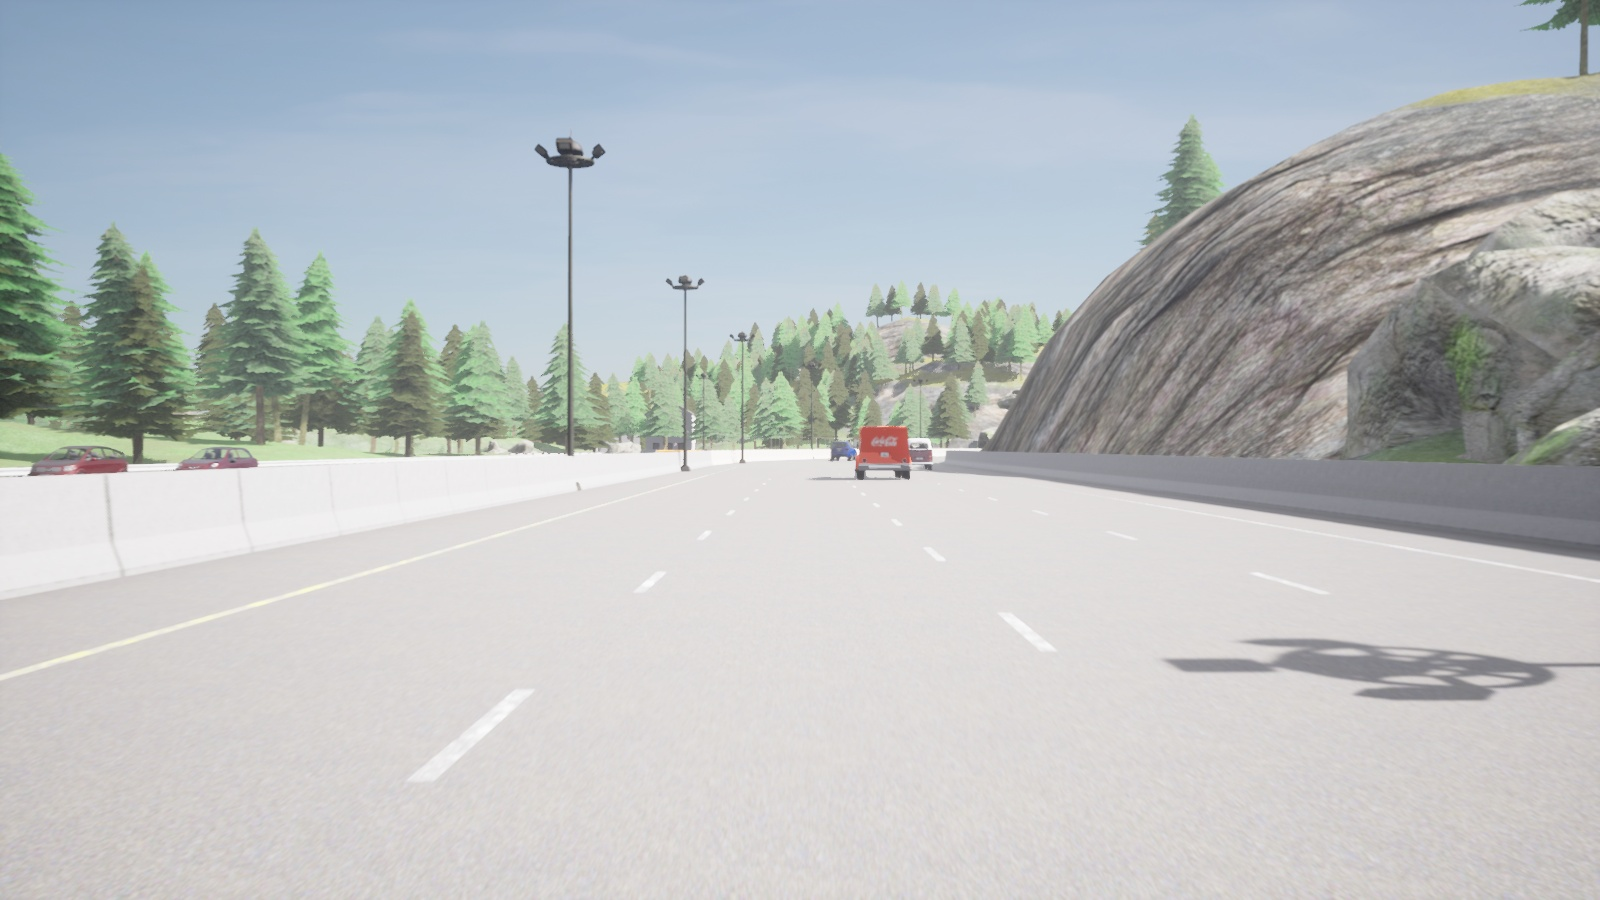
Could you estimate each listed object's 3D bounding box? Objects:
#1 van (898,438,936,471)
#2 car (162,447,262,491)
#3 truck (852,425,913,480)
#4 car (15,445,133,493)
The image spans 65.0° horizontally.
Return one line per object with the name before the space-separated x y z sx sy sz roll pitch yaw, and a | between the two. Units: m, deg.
van | 7.481 0.270 80.853 2.069 2.038 4.480 0 0 0
car | -20.729 0.631 44.417 1.845 1.501 3.633 0 0 0
truck | 3.859 0.111 59.709 2.627 2.467 5.204 0 0 0
car | -24.243 0.598 42.062 1.789 1.549 3.705 0 0 0
